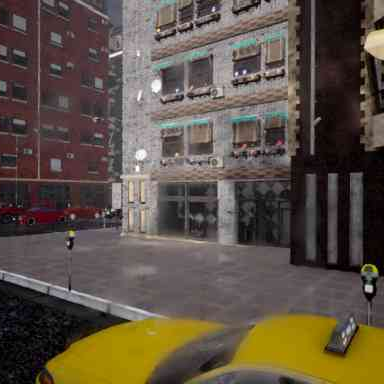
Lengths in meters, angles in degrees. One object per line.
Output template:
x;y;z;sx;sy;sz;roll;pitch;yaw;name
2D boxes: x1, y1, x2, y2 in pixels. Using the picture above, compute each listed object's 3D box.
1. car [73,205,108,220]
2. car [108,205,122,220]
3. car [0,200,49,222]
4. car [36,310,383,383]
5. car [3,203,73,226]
-10.813;1.923;32.266;1.887;1.381;4.507;-1;-2;35;car
-6.407;1.682;33.972;2.150;2.045;5.566;0;-1;35;car
-14.111;1.591;27.628;2.192;1.841;5.009;-1;-2;35;car
0.771;1.525;2.326;4.829;1.417;1.752;0;0;36;car
-11.964;1.851;26.152;1.994;1.385;4.181;0;-1;35;car
